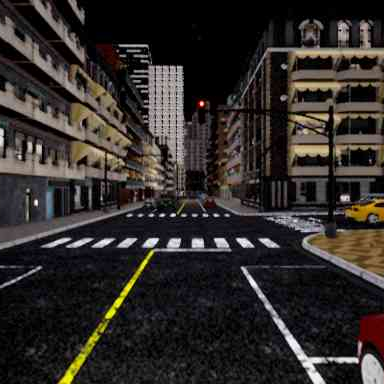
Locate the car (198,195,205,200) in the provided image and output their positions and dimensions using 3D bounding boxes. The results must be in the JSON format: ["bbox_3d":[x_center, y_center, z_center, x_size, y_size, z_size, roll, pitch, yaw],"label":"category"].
[{"bbox_3d":[2.725,1.571,95.167,1.887,1.381,4.507,-1,0,0],"label":"car"}]

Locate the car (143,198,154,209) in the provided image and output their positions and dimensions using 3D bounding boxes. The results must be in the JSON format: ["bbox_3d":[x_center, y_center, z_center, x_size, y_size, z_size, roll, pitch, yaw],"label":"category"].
[{"bbox_3d":[-5.677,1.546,45.425,2.008,1.369,4.403,0,0,0],"label":"car"}]

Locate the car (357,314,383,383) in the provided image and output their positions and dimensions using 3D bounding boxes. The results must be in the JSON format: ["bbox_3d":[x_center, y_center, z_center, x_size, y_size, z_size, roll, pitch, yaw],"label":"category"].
[{"bbox_3d":[2.683,1.544,1.944,1.887,1.381,4.507,0,0,0],"label":"car"}]

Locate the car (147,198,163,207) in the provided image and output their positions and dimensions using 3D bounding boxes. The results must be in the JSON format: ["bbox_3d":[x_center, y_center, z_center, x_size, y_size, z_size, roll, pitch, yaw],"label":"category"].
[{"bbox_3d":[-5.675,1.563,50.952,1.947,1.339,4.313,0,0,0],"label":"car"}]

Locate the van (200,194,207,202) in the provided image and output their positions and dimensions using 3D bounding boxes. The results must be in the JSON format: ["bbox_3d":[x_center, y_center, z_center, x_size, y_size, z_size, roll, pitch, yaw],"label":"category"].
[{"bbox_3d":[2.715,1.353,78.582,1.690,1.788,3.998,-1,0,0],"label":"van"}]

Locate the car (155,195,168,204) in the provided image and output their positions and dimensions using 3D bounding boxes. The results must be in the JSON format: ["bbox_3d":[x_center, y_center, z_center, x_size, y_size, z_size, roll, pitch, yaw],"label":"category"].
[{"bbox_3d":[-5.672,1.442,62.008,1.967,1.590,4.097,-1,0,0],"label":"car"}]

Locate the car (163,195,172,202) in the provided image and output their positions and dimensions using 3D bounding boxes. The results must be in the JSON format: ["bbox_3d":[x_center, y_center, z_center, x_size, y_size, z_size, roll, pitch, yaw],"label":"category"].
[{"bbox_3d":[-5.663,1.537,78.422,1.752,1.417,4.829,-1,0,0],"label":"car"}]

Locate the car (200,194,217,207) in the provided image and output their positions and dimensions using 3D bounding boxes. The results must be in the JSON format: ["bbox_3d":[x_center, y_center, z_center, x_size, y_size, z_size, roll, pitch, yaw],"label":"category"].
[{"bbox_3d":[2.704,1.437,50.943,1.967,1.590,4.097,-1,0,0],"label":"car"}]

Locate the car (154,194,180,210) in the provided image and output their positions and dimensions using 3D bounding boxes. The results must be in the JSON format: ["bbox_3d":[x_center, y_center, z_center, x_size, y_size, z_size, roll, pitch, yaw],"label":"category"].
[{"bbox_3d":[-3.080,1.215,42.134,2.150,2.045,5.566,0,0,0],"label":"car"}]

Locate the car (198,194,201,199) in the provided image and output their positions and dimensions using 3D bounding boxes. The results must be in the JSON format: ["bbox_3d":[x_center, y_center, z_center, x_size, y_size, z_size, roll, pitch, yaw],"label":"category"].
[{"bbox_3d":[2.713,1.555,67.527,2.008,1.369,4.403,-1,0,0],"label":"car"}]

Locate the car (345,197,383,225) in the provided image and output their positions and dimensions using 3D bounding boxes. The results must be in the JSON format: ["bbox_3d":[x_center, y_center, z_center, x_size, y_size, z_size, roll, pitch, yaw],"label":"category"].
[{"bbox_3d":[12.698,1.258,21.750,5.008,1.535,1.882,-1,0,-2],"label":"car"}]

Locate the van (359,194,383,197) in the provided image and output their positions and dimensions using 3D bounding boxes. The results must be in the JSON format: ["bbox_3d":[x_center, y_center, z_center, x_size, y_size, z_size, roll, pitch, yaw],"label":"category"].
[{"bbox_3d":[15.653,1.026,27.509,3.998,1.788,1.690,-1,1,-1],"label":"van"}]
